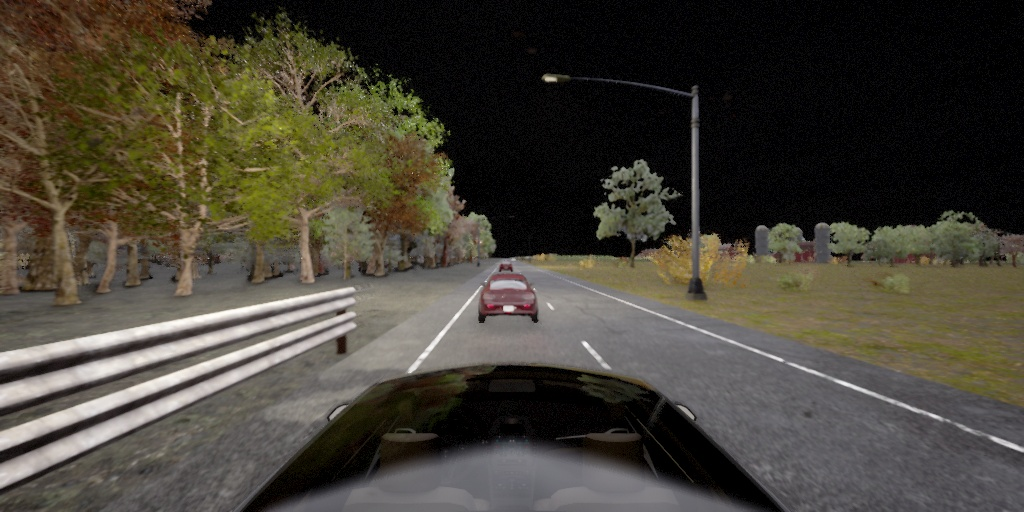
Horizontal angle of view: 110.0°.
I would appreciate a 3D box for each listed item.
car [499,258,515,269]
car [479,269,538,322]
[{"bbox_3d":[-0.852,1.482,52.152,1.882,1.535,5.008,0,0,-1],"label":"car"},{"bbox_3d":[-0.138,1.332,12.432,1.812,1.442,4.674,0,0,-1],"label":"car"}]
